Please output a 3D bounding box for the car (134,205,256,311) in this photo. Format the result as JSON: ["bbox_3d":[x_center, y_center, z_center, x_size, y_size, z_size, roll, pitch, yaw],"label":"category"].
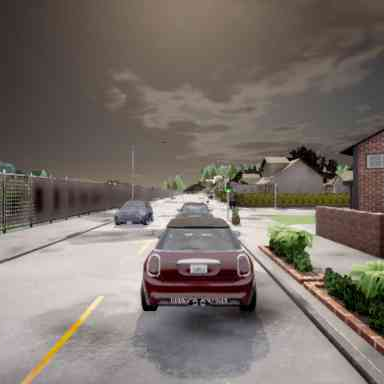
[{"bbox_3d":[0.120,1.352,7.892,2.097,1.767,4.553,0,0,0],"label":"car"}]

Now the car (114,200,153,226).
[{"bbox_3d":[-3.940,1.350,23.219,2.097,1.767,4.553,0,0,0],"label":"car"}]

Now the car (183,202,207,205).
[{"bbox_3d":[0.158,1.351,19.131,2.097,1.767,4.553,0,0,0],"label":"car"}]
